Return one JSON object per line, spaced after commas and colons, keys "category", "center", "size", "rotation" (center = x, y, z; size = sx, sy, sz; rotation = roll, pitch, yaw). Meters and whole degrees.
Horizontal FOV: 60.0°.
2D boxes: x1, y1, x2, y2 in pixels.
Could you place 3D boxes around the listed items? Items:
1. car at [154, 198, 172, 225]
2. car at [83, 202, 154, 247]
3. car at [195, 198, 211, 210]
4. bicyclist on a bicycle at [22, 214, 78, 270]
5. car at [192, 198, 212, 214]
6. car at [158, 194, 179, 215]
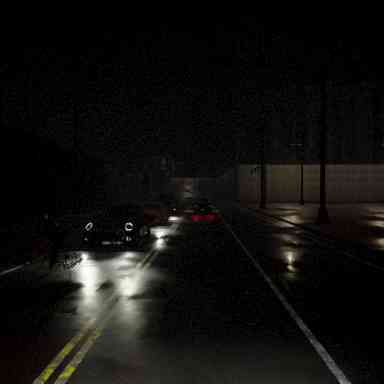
{"category": "car", "center": [-2.831, 1.478, 24.023], "size": [1.882, 1.535, 5.008], "rotation": [0, 1, 2]}
{"category": "car", "center": [-3.183, 1.352, 14.863], "size": [2.097, 1.767, 4.553], "rotation": [0, 0, 2]}
{"category": "car", "center": [1.433, 1.547, 44.671], "size": [2.033, 1.411, 5.357], "rotation": [0, 0, 2]}
{"category": "bicyclist on a bicycle", "center": [-4.164, 1.455, 9.699], "size": [1.656, 1.620, 0.582], "rotation": [-2, 0, 2]}
{"category": "car", "center": [1.129, 1.526, 34.729], "size": [1.812, 1.442, 4.674], "rotation": [0, 0, 1]}
{"category": "car", "center": [-2.539, 1.221, 33.953], "size": [2.150, 2.045, 5.566], "rotation": [0, 0, 0]}
